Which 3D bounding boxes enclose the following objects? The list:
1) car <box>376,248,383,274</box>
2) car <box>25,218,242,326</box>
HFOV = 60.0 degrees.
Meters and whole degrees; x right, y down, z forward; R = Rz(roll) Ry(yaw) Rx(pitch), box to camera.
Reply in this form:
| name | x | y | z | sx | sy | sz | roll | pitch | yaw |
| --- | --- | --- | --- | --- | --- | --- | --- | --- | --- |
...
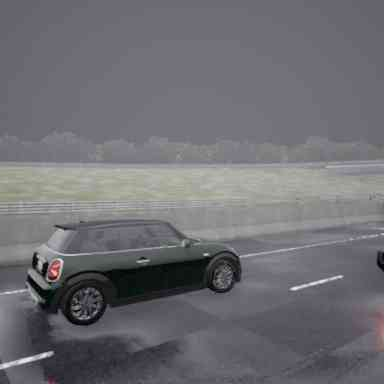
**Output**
| name | x | y | z | sx | sy | sz | roll | pitch | yaw |
| --- | --- | --- | --- | --- | --- | --- | --- | --- | --- |
| car | 6.845 | 1.599 | 8.634 | 4.718 | 1.301 | 1.895 | 0 | 0 | -36 |
| car | -1.041 | 1.351 | 7.305 | 4.553 | 1.767 | 2.097 | 0 | 0 | -35 |
